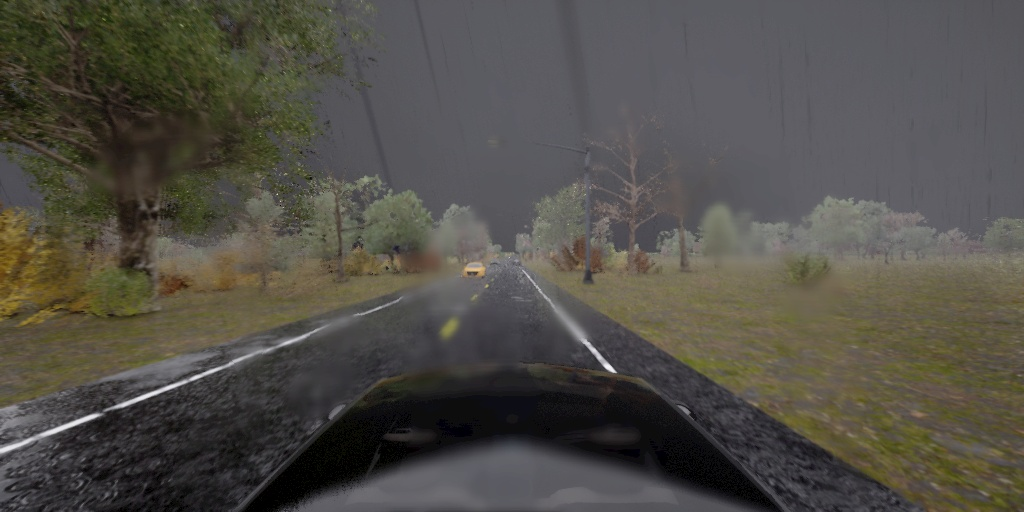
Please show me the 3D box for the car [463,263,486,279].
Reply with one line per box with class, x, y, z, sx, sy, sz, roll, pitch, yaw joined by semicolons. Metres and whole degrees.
car;-3.611;1.382;35.146;1.882;1.535;5.008;0;0;0
